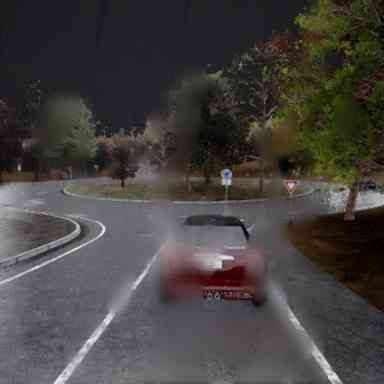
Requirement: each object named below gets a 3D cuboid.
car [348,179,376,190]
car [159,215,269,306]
[{"bbox_3d":[20.796,-1.032,40.943,1.895,1.301,4.718,1,5,9],"label":"car"},{"bbox_3d":[0.490,1.329,8.208,2.097,1.767,4.553,0,0,3],"label":"car"}]
